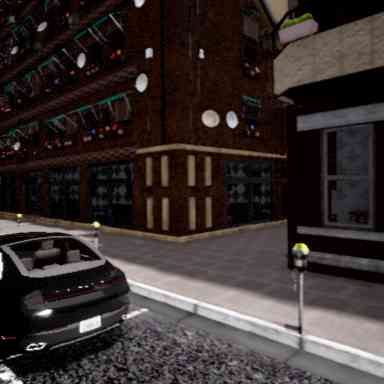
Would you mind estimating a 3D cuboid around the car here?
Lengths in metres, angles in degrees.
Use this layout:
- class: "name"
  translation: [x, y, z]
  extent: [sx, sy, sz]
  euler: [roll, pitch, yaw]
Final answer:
- class: "car"
  translation: [-3.061, 1.492, 6.020]
  extent: [4.892, 1.490, 1.837]
  euler: [-1, 1, 44]
